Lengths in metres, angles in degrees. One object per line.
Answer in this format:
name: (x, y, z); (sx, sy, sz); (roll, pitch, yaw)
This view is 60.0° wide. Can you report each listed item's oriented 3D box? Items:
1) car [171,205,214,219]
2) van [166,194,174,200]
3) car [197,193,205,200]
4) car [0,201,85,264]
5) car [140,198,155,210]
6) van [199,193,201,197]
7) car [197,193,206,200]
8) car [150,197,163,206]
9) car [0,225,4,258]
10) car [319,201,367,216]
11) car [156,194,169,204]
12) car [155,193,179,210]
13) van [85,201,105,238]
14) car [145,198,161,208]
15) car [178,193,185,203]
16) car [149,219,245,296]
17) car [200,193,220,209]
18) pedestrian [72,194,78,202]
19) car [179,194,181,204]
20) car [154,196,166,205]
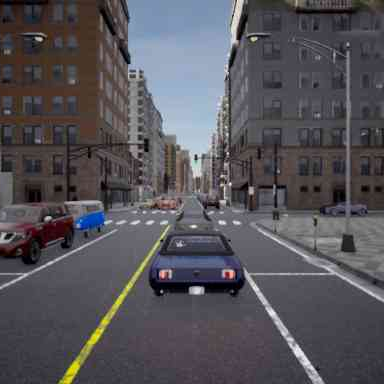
car: (0.080, 1.597, 17.653); (1.994, 1.385, 4.181); (0, 0, 0)
van: (-5.943, 1.328, 89.936); (1.690, 1.788, 3.998); (0, 0, 0)
car: (2.576, 1.295, 95.587); (2.192, 1.841, 5.009); (0, 0, 0)
car: (-5.870, 1.339, 12.039); (2.192, 1.841, 5.009); (0, 0, 0)
car: (-5.900, 1.552, 44.526); (1.752, 1.417, 4.829); (0, 0, 0)
van: (2.610, 1.356, 61.647); (1.690, 1.788, 3.998); (0, 0, 0)
car: (2.582, 1.302, 89.930); (2.192, 1.841, 5.009); (0, 0, 0)
car: (-5.911, 1.544, 55.836); (1.752, 1.417, 4.829); (0, 0, 0)
car: (-5.864, 1.579, 6.399); (1.947, 1.339, 4.313); (0, 0, 0)
car: (14.614, 1.587, 32.219); (4.181, 1.385, 1.994); (0, 0, 1)
car: (-5.922, 1.325, 67.316); (2.192, 1.841, 5.009); (0, 0, 0)
car: (-3.190, 1.379, 43.330); (2.097, 1.767, 4.553); (0, 0, 2)
van: (-5.875, 1.374, 17.680); (1.690, 1.788, 3.998); (0, 0, 0)
car: (-5.906, 1.589, 50.352); (1.947, 1.339, 4.313); (0, 0, 0)
car: (-3.106, 1.233, 64.091); (2.150, 2.045, 5.566); (0, 0, 1)
car: (0.091, 1.618, 8.651); (1.895, 1.301, 4.718); (0, 0, 0)
car: (2.626, 1.341, 44.677); (2.192, 1.841, 5.009); (0, 0, 0)
pedestrian: (-12.586, 1.167, 35.640); (0.375, 1.860, 0.375); (0, 0, 1)
car: (-3.137, 1.526, 53.376); (1.837, 1.490, 4.892); (0, 0, 0)
car: (-5.916, 1.540, 61.491); (1.752, 1.417, 4.829); (0, 0, 0)
